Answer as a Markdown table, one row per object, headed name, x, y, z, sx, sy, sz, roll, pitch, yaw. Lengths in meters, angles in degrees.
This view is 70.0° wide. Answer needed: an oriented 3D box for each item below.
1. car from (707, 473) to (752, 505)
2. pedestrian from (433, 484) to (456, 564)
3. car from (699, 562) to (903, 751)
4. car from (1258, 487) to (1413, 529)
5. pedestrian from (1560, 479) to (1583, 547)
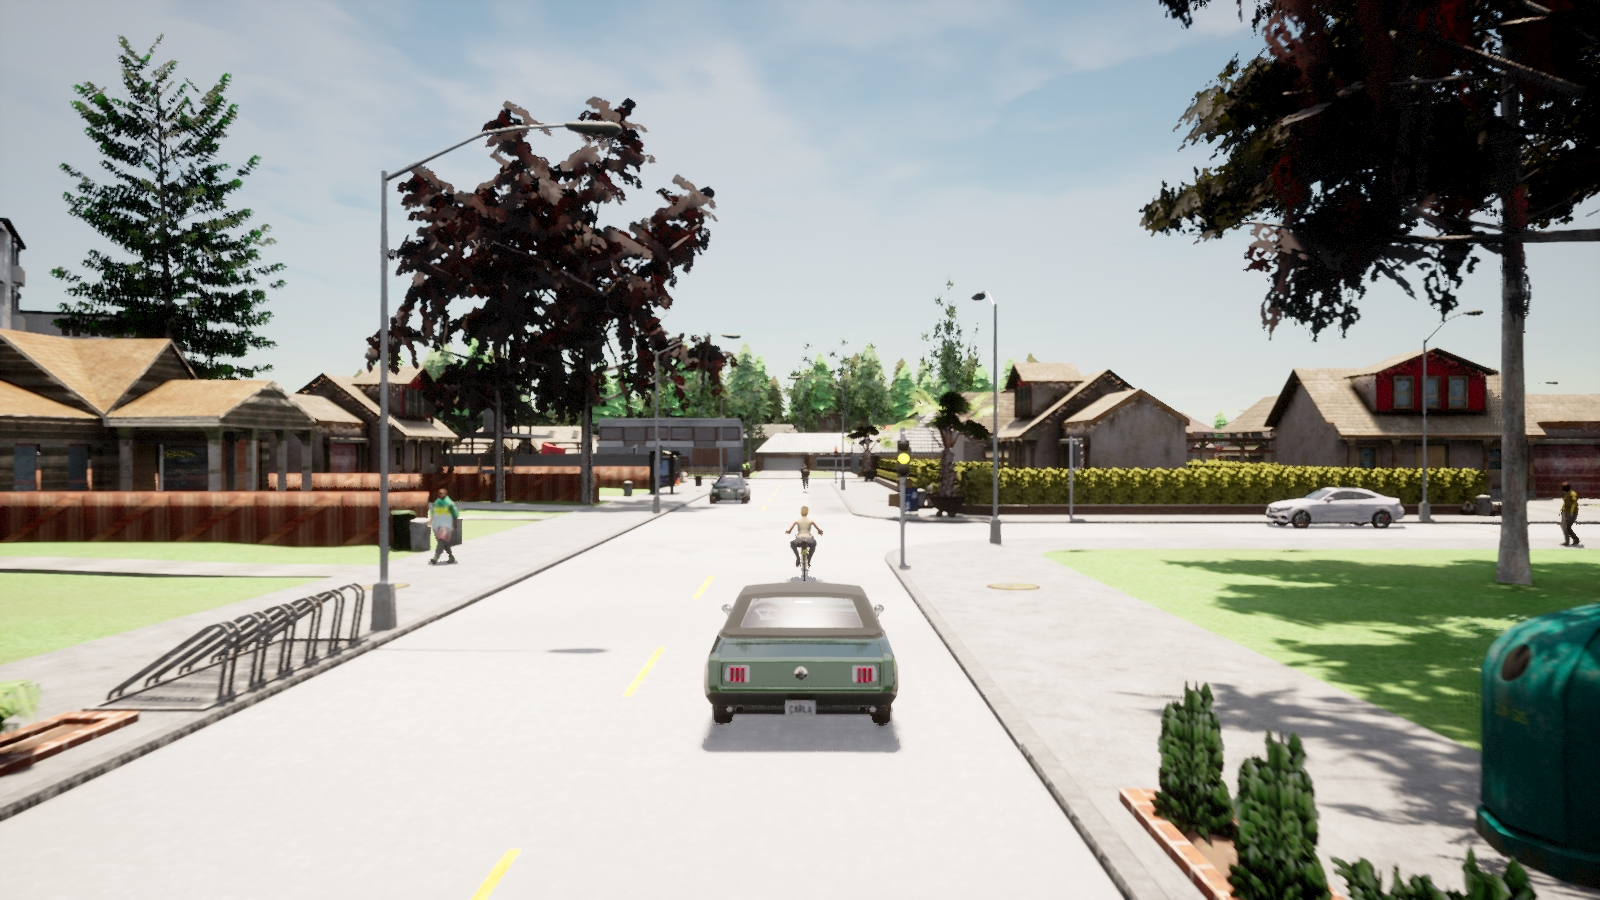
| name | x | y | z | sx | sy | sz | roll | pitch | yaw |
| --- | --- | --- | --- | --- | --- | --- | --- | --- | --- |
| car | -3.695 | 2.036 | 60.801 | 2.038 | 1.542 | 4.974 | 0 | 0 | 0 |
| pedestrian | -8.388 | 1.742 | 26.976 | 0.375 | 1.860 | 0.375 | 0 | 0 | 13 |
| car | 0.030 | 2.155 | 13.003 | 1.895 | 1.301 | 4.718 | 0 | 0 | 1 |
| car | 19.333 | 2.082 | 41.371 | 4.674 | 1.442 | 2.002 | 0 | 0 | 0 |
| pedestrian | 21.452 | 1.744 | 31.780 | 0.375 | 1.860 | 0.375 | 0 | 0 | 0 |
